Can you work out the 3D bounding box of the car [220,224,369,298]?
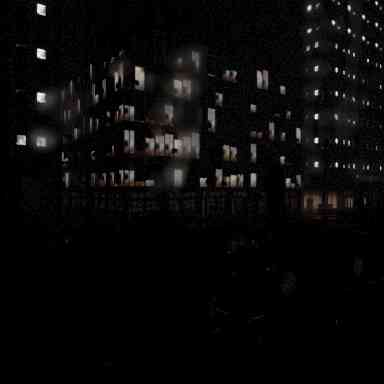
[{"bbox_3d":[2.741,1.545,8.504,4.507,1.381,1.887,0,0,-35],"label":"car"}]
